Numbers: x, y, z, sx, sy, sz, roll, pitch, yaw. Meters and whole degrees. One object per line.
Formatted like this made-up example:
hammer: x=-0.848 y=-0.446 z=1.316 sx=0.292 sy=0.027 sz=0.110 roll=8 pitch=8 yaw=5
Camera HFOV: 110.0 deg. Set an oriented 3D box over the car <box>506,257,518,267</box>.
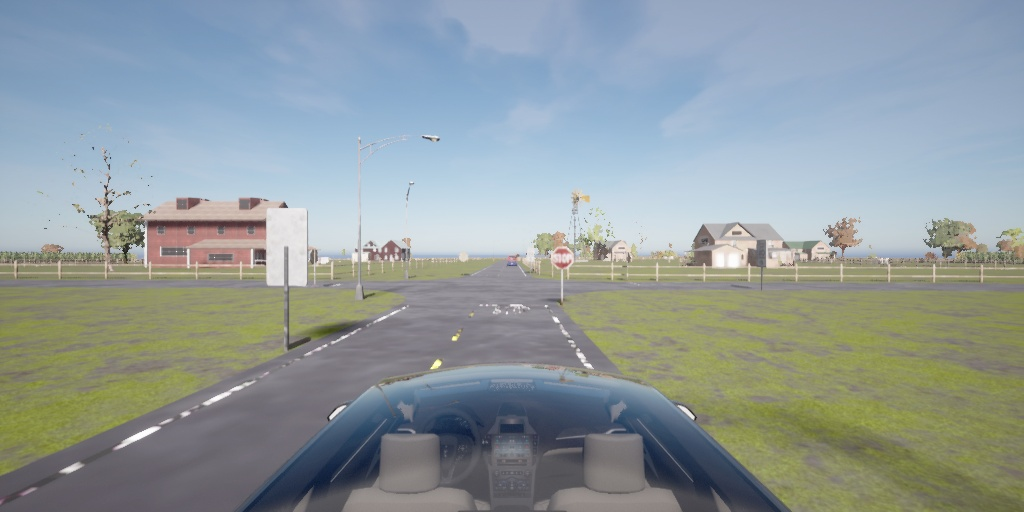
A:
car: x=0.001 y=1.296 z=65.312 sx=1.994 sy=1.385 sz=4.181 roll=0 pitch=0 yaw=0
